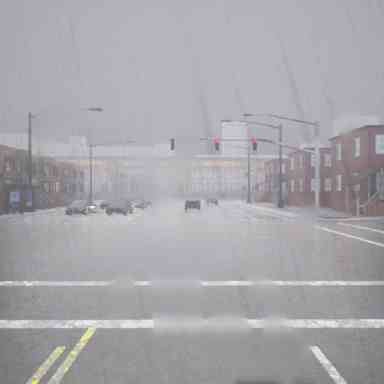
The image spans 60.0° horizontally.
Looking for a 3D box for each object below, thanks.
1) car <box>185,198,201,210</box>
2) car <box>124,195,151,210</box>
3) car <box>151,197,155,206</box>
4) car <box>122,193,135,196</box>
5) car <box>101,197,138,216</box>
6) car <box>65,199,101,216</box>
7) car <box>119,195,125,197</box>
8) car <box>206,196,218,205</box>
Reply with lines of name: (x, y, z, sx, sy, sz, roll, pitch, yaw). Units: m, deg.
car: (0.090, 1.477, 43.798, 1.882, 1.535, 5.008, 0, 0, 0)
car: (-7.099, 1.492, 43.760, 2.128, 1.511, 4.902, 0, 0, 0)
car: (-7.093, 1.505, 54.151, 1.837, 1.490, 4.892, 0, 0, 0)
car: (-10.602, 1.221, 54.776, 2.150, 2.045, 5.566, 0, 0, -1)
car: (-7.099, 1.548, 33.068, 2.033, 1.411, 5.357, 0, 0, 0)
car: (-10.620, 1.507, 32.174, 1.837, 1.490, 4.892, 0, -1, 1)
car: (-10.604, 1.547, 44.041, 2.033, 1.411, 5.357, 0, 0, 0)
car: (3.480, 1.505, 58.473, 1.837, 1.490, 4.892, 0, 0, 0)
